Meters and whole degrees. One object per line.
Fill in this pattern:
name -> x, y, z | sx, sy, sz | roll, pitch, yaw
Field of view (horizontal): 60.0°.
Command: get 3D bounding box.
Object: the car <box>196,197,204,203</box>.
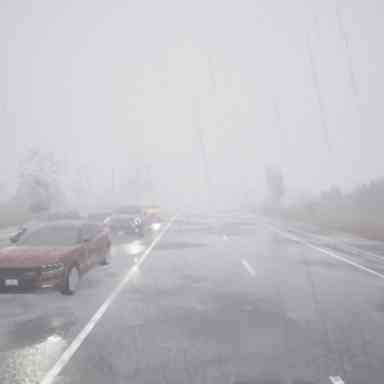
car -> 2.223, 2.089, 90.046 | 1.812, 1.442, 4.674 | 0, 0, 6

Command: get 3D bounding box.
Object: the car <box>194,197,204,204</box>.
car -> 1.397, 2.176, 79.721 | 2.033, 1.411, 5.357 | 0, 0, 4

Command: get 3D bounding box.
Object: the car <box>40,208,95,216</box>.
car -> -7.070, 1.690, 17.572 | 2.033, 1.411, 5.357 | 0, 0, 0

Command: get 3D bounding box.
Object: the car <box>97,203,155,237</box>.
car -> -3.562, 1.506, 18.985 | 2.097, 1.767, 4.553 | 0, 0, 0

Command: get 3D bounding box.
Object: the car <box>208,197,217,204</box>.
car -> 4.922, 2.165, 79.933 | 2.128, 1.511, 4.902 | 0, 0, 4

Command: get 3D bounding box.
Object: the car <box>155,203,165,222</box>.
car -> -3.531, 1.715, 29.337 | 1.882, 1.535, 5.008 | 0, 0, 1

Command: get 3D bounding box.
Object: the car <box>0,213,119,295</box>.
car -> -3.590, 1.552, 9.141 | 1.882, 1.535, 5.008 | 0, -1, 0

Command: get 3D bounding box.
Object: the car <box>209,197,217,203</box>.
car -> 5.747, 2.062, 90.132 | 1.882, 1.535, 5.008 | 0, 0, 6

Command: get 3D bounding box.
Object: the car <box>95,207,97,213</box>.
car -> -7.039, 1.701, 27.618 | 1.882, 1.535, 5.008 | 0, 0, 0
